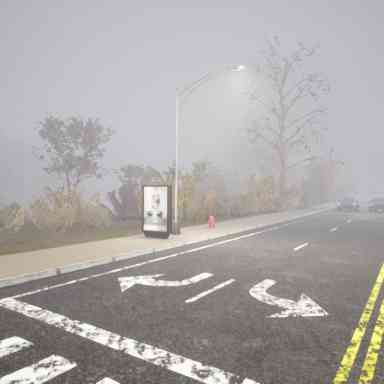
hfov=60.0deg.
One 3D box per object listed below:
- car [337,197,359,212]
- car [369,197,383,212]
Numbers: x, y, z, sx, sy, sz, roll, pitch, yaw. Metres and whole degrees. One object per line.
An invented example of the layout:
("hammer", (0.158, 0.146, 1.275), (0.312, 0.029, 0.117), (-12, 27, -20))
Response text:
("car", (18.708, 1.390, 39.731), (2.097, 1.767, 4.553), (0, 0, 30))
("car", (21.509, 1.393, 38.084), (2.097, 1.767, 4.553), (0, 0, 30))
